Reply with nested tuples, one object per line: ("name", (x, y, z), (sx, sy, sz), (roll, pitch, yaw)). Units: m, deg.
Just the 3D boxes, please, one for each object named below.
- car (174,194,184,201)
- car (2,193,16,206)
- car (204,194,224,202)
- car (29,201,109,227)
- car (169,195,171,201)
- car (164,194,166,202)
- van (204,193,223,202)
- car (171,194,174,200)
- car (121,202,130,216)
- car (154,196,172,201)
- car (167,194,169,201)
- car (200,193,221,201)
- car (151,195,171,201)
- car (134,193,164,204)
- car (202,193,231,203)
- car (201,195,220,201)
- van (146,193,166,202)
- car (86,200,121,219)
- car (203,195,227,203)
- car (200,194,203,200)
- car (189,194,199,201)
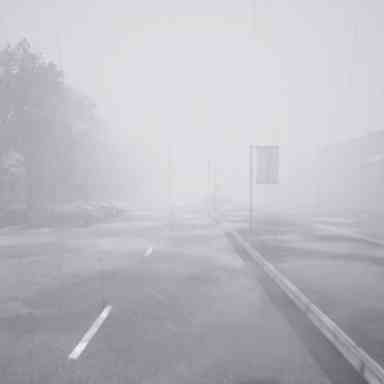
("car", (-3.038, 1.655, 85.956), (1.837, 1.490, 4.892), (0, -1, 0))
("car", (-26.495, 0.965, 45.112), (4.553, 1.767, 2.097), (1, 3, 0))
("car", (4.978, 1.430, 76.971), (4.553, 1.767, 2.185), (0, -1, 0))
("car", (-8.273, 1.510, 22.047), (4.674, 1.452, 2.002), (0, 0, 0))
("car", (-8.124, 1.645, 82.505), (4.674, 1.452, 2.002), (0, -1, 0))
("car", (-8.162, 1.478, 65.799), (5.008, 1.535, 2.097), (0, 0, 0))
("van", (5.066, 1.356, 79.776), (4.442, 1.987, 1.878), (0, -1, 0))
("car", (-7.938, 1.628, 85.291), (5.366, 1.575, 1.946), (0, -1, 0))
("car", (-8.264, 1.467, 28.596), (5.008, 1.535, 2.097), (0, 0, 0))
("car", (-8.147, 1.738, 93.647), (4.792, 1.488, 2.163), (0, -1, 0))
("car", (-8.107, 1.406, 74.155), (4.553, 1.767, 2.185), (0, 0, 0))
("car", (4.931, 1.433, 90.990), (5.566, 2.045, 2.435), (0, -1, 0))
("car", (-8.116, 1.657, 88.077), (5.008, 1.535, 2.097), (0, -1, 0))
("car", (-8.166, 1.460, 60.230), (5.008, 1.535, 2.097), (0, 0, 0))
("car", (4.922, 1.471, 62.959), (4.892, 1.521, 2.231), (0, 0, 0))
("car", (4.963, 1.659, 88.184), (5.008, 1.535, 2.097), (0, -1, 0))
("van", (-8.250, 1.328, 76.936), (4.442, 1.987, 1.878), (0, 0, 0))
("car", (-8.262, 1.470, 25.323), (4.892, 1.521, 2.231), (0, 0, 0))
("car", (4.930, 1.512, 71.364), (4.892, 1.521, 2.231), (0, 0, 0))
("car", (4.894, 1.229, 65.762), (5.566, 2.045, 2.435), (0, 0, 0))
("car", (0.213, 1.672, 88.065), (1.837, 1.490, 4.892), (0, -1, 0))
